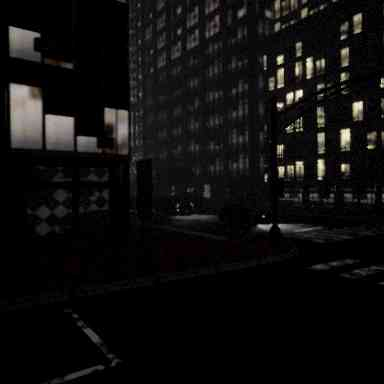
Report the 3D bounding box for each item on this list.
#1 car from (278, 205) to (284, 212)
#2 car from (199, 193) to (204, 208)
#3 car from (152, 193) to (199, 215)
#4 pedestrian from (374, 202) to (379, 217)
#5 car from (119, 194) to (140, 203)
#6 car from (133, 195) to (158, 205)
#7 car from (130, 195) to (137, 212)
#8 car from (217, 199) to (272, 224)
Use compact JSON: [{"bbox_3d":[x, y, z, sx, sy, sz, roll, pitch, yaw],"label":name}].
[{"bbox_3d":[6.209,1.302,30.607,1.752,1.417,4.829,-1,1,-35],"label":"car"},{"bbox_3d":[-0.563,0.987,40.449,2.192,1.841,5.009,0,1,-35],"label":"car"},{"bbox_3d":[-1.736,1.169,31.959,2.097,1.767,4.553,-1,1,-35],"label":"car"},{"bbox_3d":[13.819,1.330,24.842,0.500,1.100,0.500,-1,0,-35],"label":"pedestrian"},{"bbox_3d":[-10.198,1.103,54.364,1.802,1.307,4.206,0,1,-35],"label":"car"},{"bbox_3d":[-6.986,1.116,49.727,1.887,1.381,4.507,0,1,-35],"label":"car"},{"bbox_3d":[-7.428,1.368,35.647,1.947,1.339,4.313,0,1,-35],"label":"car"},{"bbox_3d":[3.709,1.464,24.100,1.994,1.385,4.181,-1,1,-35],"label":"car"}]
